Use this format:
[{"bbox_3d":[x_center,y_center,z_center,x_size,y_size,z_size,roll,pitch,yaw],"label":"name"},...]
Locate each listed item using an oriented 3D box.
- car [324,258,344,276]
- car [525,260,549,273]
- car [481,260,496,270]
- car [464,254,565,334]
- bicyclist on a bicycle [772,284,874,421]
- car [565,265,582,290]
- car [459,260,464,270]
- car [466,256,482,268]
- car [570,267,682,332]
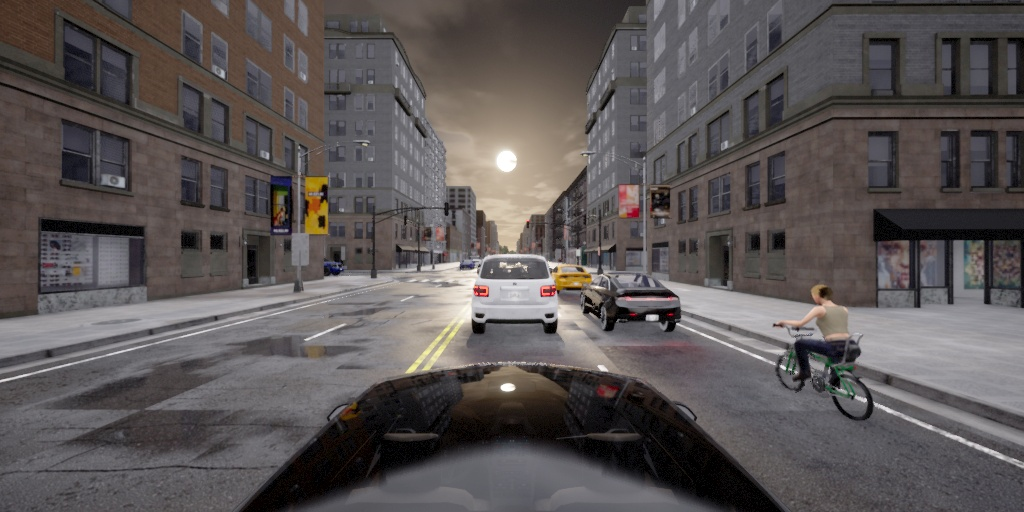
[{"bbox_3d":[-19.825,0.955,35.875,5.566,2.045,2.150,0,0,2],"label":"car"},{"bbox_3d":[3.133,1.268,45.601,1.837,1.490,4.892,-3,0,-10],"label":"car"},{"bbox_3d":[-3.481,1.330,53.135,1.994,1.385,4.181,0,0,0],"label":"car"},{"bbox_3d":[0.073,0.972,10.805,2.150,2.045,5.566,0,0,0],"label":"car"},{"bbox_3d":[4.124,1.187,4.846,0.866,1.612,1.509,0,0,0],"label":"bicyclist on a bicycle"},{"bbox_3d":[3.198,1.231,20.369,1.882,1.535,5.008,0,0,0],"label":"car"},{"bbox_3d":[-6.739,1.243,54.143,1.882,1.535,5.008,0,0,0],"label":"car"},{"bbox_3d":[-6.734,0.991,64.152,2.150,2.045,5.566,0,0,0],"label":"car"},{"bbox_3d":[3.317,1.242,10.879,2.128,1.511,4.902,0,0,0],"label":"car"}]
